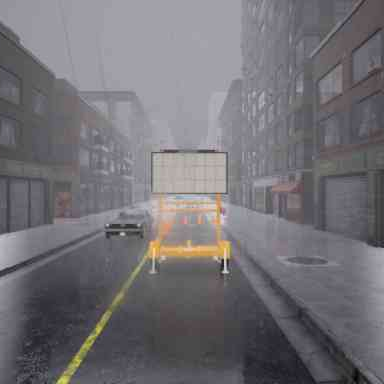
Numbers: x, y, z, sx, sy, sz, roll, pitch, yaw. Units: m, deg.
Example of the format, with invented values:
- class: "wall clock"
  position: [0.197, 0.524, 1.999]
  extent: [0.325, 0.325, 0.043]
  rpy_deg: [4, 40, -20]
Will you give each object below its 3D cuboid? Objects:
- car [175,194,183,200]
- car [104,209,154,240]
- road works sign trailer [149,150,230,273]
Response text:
- class: "car"
  position: [-3.727, 1.314, 95.377]
  extent: [2.097, 1.767, 4.553]
  rpy_deg: [0, 0, 0]
- class: "car"
  position: [-3.130, 1.599, 17.213]
  extent: [1.895, 1.301, 4.718]
  rpy_deg: [0, 0, 0]
- class: "road works sign trailer"
  position: [-0.080, 0.464, 10.617]
  extent: [2.380, 3.560, 2.880]
  rpy_deg: [0, 0, 0]
